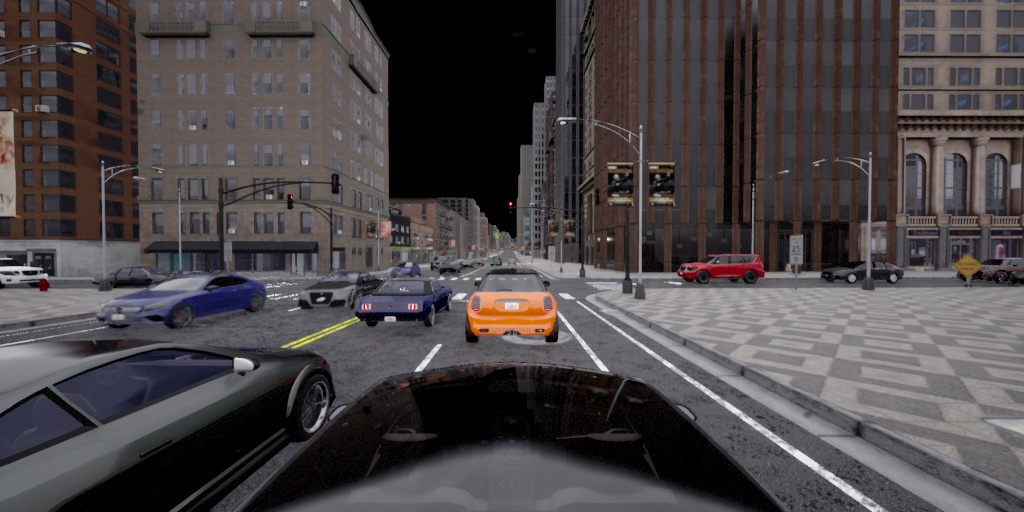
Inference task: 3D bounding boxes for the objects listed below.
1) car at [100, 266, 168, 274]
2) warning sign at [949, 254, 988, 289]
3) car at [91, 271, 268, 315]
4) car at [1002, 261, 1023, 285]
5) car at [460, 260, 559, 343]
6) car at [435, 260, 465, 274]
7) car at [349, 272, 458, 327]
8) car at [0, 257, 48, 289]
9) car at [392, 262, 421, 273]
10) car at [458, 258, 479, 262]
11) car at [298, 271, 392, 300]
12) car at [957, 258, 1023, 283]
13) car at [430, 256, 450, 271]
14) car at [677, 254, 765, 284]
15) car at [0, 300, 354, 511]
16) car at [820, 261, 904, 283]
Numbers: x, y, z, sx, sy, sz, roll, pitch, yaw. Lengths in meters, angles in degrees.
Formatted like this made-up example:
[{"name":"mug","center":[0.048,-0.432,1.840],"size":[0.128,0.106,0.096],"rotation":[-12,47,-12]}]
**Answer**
[{"name":"car","center":[-24.114,1.395,23.532],"size":[5.357,1.411,2.033],"rotation":[0,1,0]},{"name":"warning sign","center":[25.173,0.826,19.787],"size":[1.060,1.860,1.300],"rotation":[0,0,0]},{"name":"car","center":[-9.853,1.274,11.298],"size":[1.812,1.442,4.674],"rotation":[0,0,0]},{"name":"car","center":[34.267,1.194,22.433],"size":[4.181,1.385,1.994],"rotation":[0,1,0]},{"name":"car","center":[0.008,1.101,9.874],"size":[2.097,1.767,4.553],"rotation":[0,0,0]},{"name":"car","center":[-6.612,1.365,38.656],"size":[1.895,1.301,4.718],"rotation":[0,0,0]},{"name":"car","center":[-3.152,1.350,11.525],"size":[1.895,1.301,4.718],"rotation":[0,0,0]},{"name":"car","center":[-34.306,1.104,23.584],"size":[5.566,2.045,2.150],"rotation":[0,1,0]},{"name":"car","center":[-9.859,1.286,33.774],"size":[1.812,1.442,4.674],"rotation":[0,0,0]},{"name":"car","center":[-6.609,1.281,54.648],"size":[1.837,1.490,4.892],"rotation":[0,-1,0]},{"name":"car","center":[-6.603,1.313,14.385],"size":[1.994,1.385,4.181],"rotation":[0,0,0]},{"name":"car","center":[35.006,0.925,25.621],"size":[4.553,1.767,2.097],"rotation":[0,1,0]},{"name":"car","center":[-9.861,0.995,50.104],"size":[2.150,2.045,5.566],"rotation":[0,0,0]},{"name":"car","center":[14.833,0.874,25.549],"size":[5.566,2.045,2.150],"rotation":[0,1,0]},{"name":"car","center":[-3.158,1.314,2.705],"size":[1.994,1.385,4.181],"rotation":[0,0,1]},{"name":"car","center":[24.888,1.118,25.588],"size":[4.892,1.490,1.837],"rotation":[0,1,0]}]
